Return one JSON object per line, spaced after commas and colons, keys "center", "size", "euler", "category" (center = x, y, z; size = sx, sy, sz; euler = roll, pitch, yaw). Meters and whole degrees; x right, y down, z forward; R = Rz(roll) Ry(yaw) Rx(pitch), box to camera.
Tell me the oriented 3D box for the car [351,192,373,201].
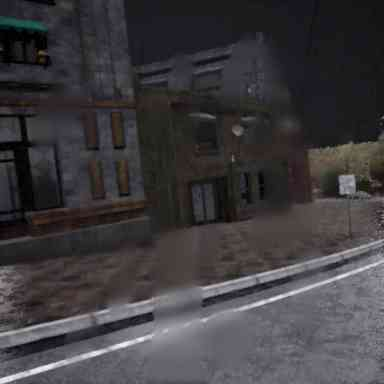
{"center": [29.327, 0.756, 57.722], "size": [1.837, 1.490, 4.892], "euler": [-5, -1, 0], "category": "car"}
